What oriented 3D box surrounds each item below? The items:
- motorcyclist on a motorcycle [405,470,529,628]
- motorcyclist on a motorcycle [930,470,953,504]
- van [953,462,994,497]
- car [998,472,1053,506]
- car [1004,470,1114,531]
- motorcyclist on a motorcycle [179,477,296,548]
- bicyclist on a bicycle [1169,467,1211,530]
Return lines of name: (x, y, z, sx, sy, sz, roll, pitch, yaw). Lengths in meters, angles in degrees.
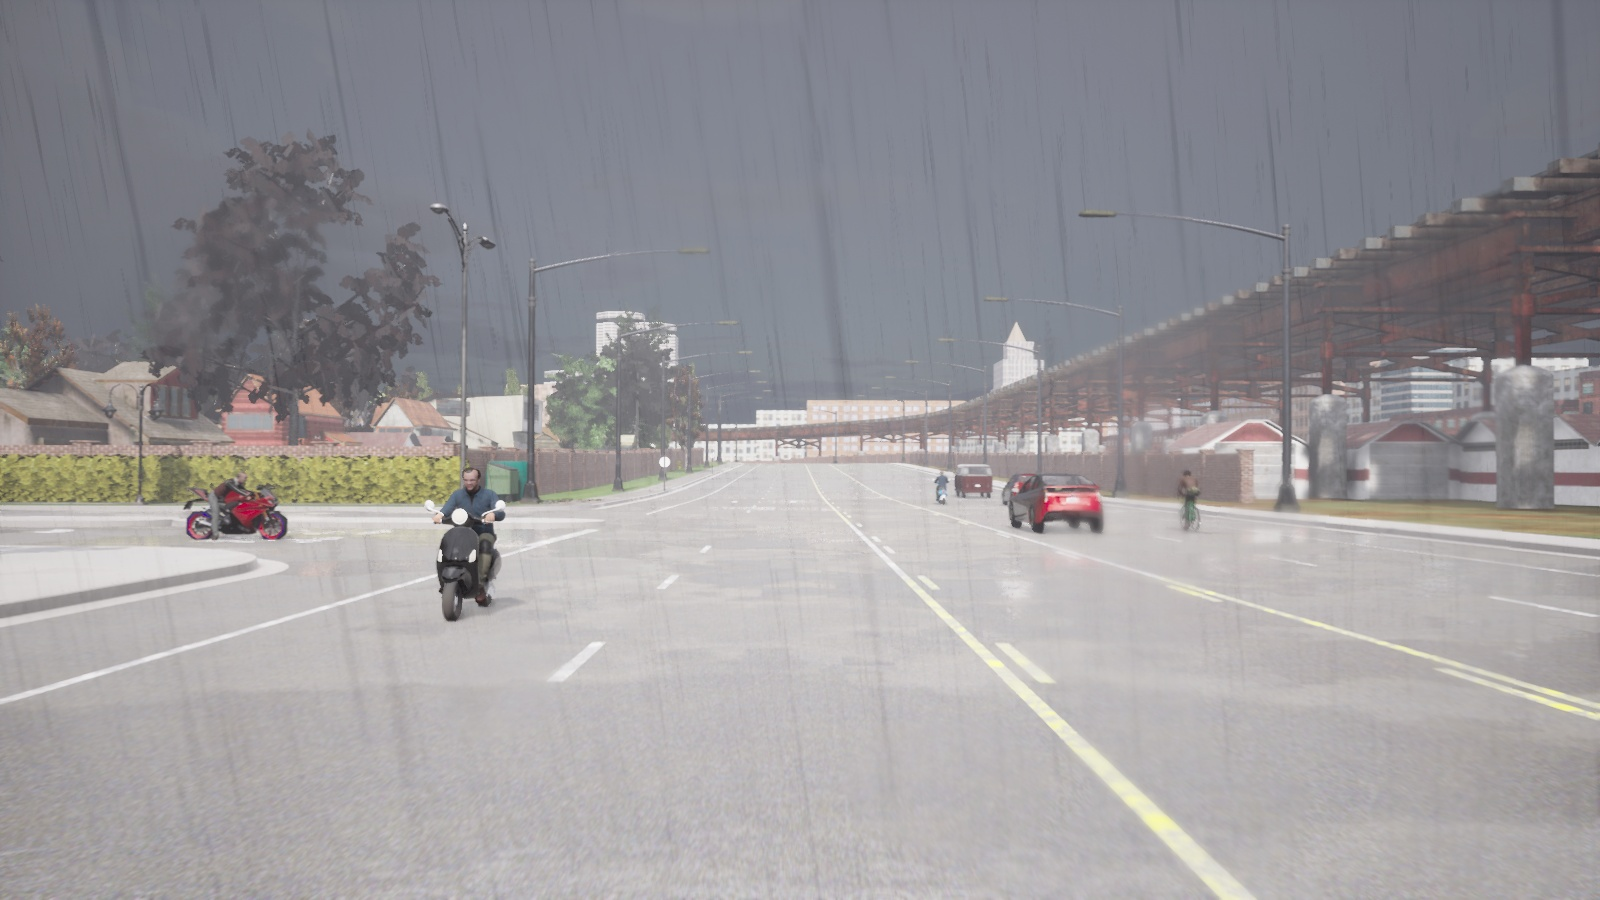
motorcyclist on a motorcycle: (-3.556, 1.010, 13.574, 0.866, 1.590, 1.817, 0, -1, 0)
motorcyclist on a motorcycle: (6.752, 1.742, 59.852, 0.866, 1.590, 1.817, 0, -1, 0)
van: (10.191, 1.722, 74.153, 1.775, 1.987, 4.442, 0, -1, 0)
car: (10.262, 1.746, 57.318, 1.845, 1.501, 3.633, 0, -1, 0)
car: (6.861, 1.298, 33.755, 2.007, 1.525, 4.514, 0, -1, 0)
motorcyclist on a motorcycle: (-12.348, 1.362, 27.616, 2.191, 1.530, 0.866, 0, -1, 0)
bicyclist on a bicycle: (10.358, 1.285, 33.432, 0.582, 1.620, 1.656, 0, -1, 0)
